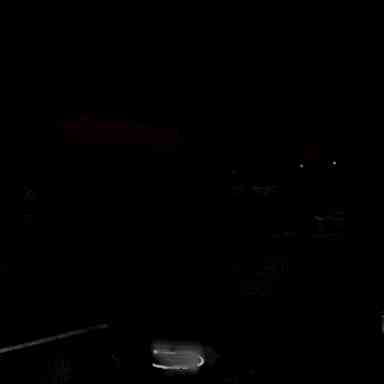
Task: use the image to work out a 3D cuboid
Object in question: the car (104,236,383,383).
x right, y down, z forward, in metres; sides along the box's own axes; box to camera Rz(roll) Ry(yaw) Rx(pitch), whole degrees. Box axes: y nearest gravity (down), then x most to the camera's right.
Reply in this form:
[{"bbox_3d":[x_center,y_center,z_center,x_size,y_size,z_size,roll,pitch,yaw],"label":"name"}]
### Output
[{"bbox_3d":[1.247,1.475,4.881,5.008,1.535,1.882,0,0,-35],"label":"car"}]
